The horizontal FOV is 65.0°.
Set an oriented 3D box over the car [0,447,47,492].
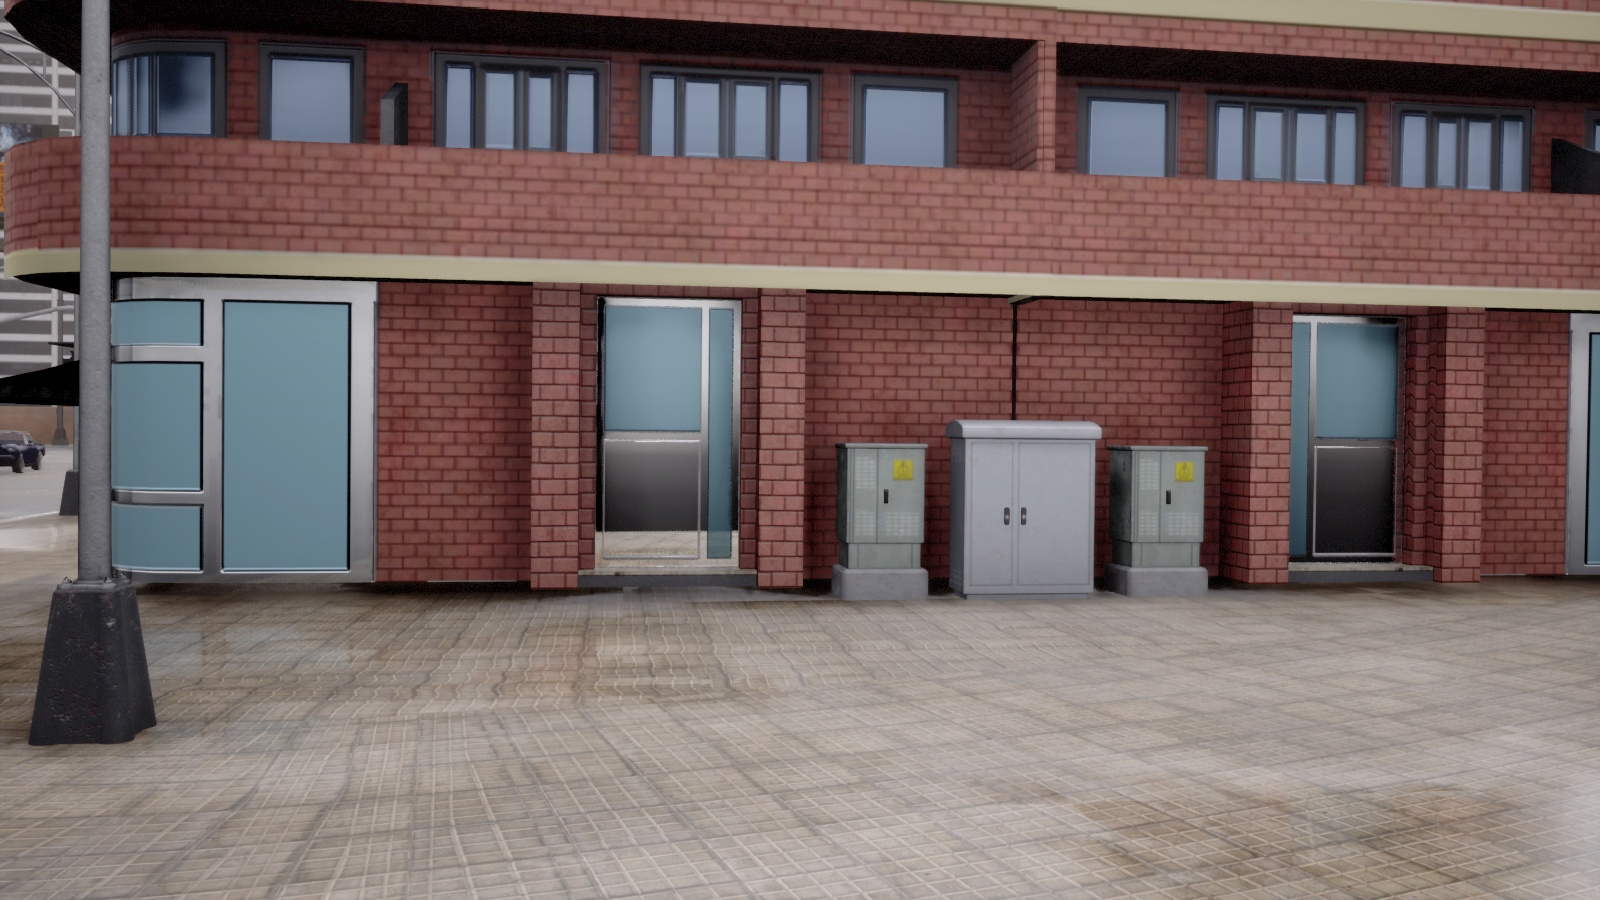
[{"bbox_3d":[-25.036,0.587,39.207,1.895,1.301,4.718,-1,1,-22],"label":"car"}]
